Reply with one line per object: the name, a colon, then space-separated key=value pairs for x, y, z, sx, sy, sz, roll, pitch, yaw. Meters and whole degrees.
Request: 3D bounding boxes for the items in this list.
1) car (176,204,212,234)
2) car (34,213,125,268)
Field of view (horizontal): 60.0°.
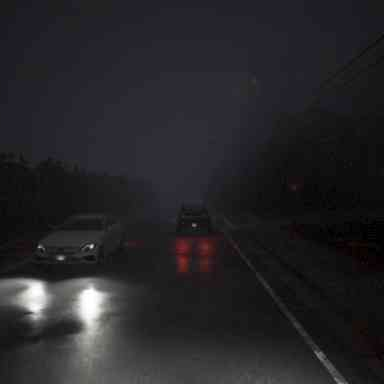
car: x=0.110 y=1.403 z=18.729 sx=2.128 sy=1.511 sz=4.902 roll=0 pitch=0 yaw=0
car: x=-3.493 y=1.473 z=11.191 sx=1.812 sy=1.442 sz=4.674 roll=0 pitch=0 yaw=0
